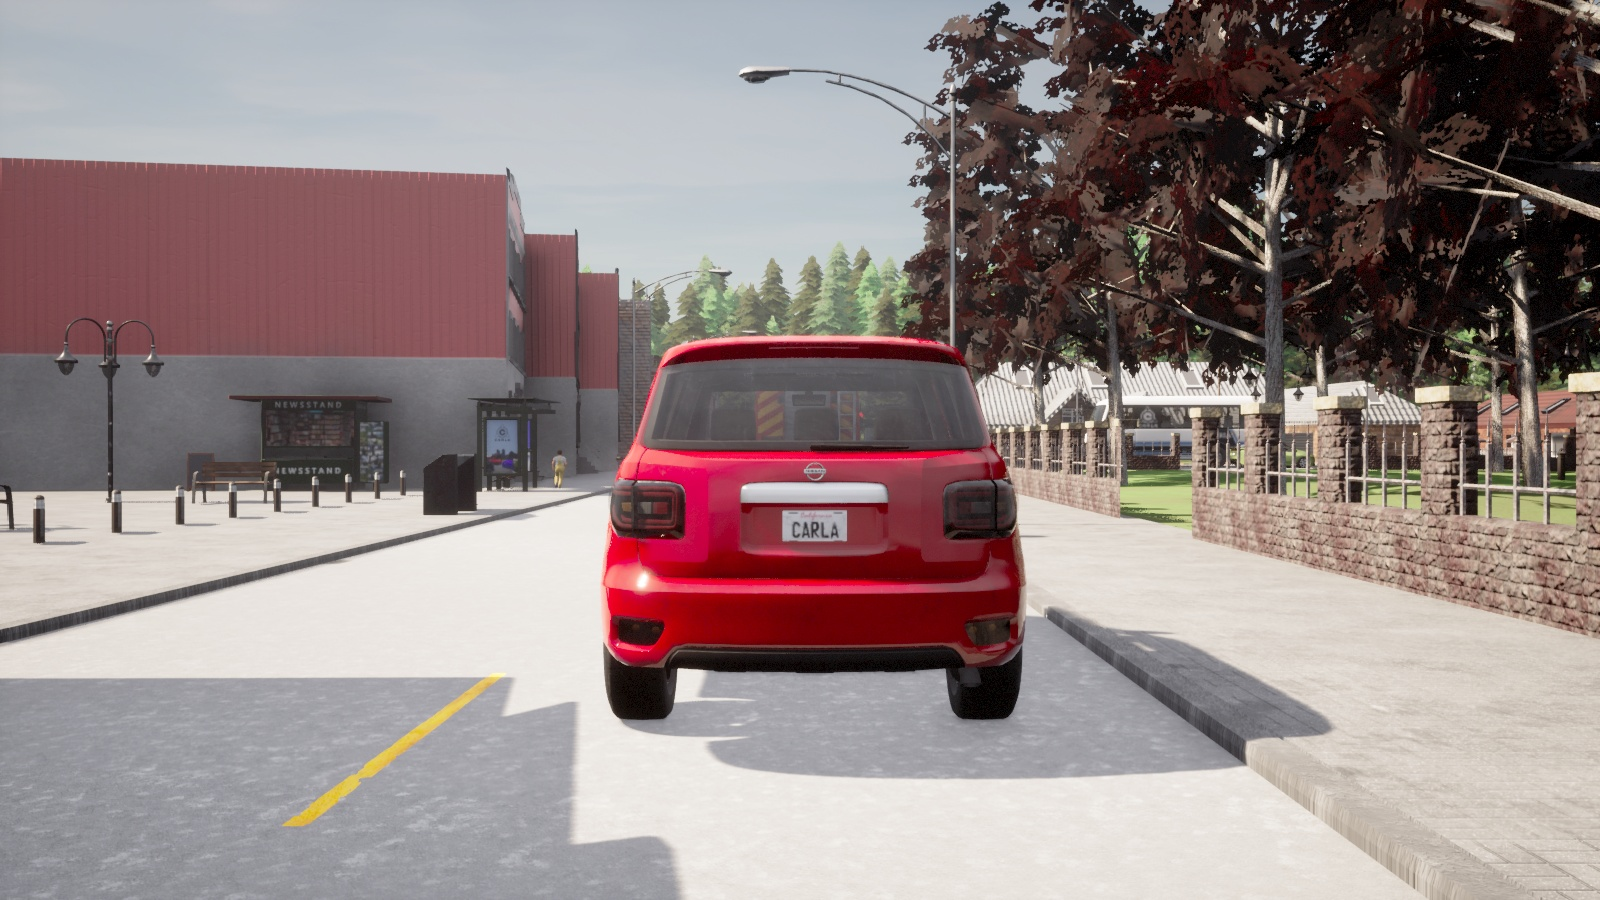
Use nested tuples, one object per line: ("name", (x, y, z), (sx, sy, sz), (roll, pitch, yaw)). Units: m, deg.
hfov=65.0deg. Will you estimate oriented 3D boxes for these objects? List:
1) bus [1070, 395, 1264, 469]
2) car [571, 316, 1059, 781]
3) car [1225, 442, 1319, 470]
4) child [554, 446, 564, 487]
("bus", (21.515, -1.031, 74.190), (10.273, 4.253, 3.944), (0, 0, 0))
("car", (0.065, 0.419, 8.312), (2.150, 2.045, 5.566), (0, 0, 0))
("car", (26.317, 0.319, 70.087), (4.514, 1.525, 2.007), (0, 0, -1))
("child", (-7.465, 0.510, 38.878), (0.270, 1.263, 0.437), (0, 0, -5))
